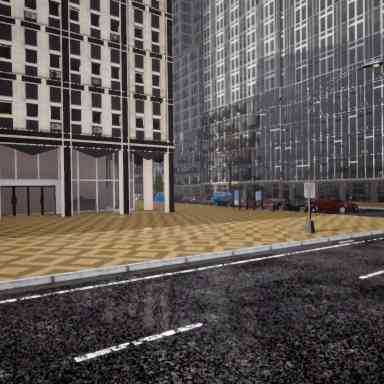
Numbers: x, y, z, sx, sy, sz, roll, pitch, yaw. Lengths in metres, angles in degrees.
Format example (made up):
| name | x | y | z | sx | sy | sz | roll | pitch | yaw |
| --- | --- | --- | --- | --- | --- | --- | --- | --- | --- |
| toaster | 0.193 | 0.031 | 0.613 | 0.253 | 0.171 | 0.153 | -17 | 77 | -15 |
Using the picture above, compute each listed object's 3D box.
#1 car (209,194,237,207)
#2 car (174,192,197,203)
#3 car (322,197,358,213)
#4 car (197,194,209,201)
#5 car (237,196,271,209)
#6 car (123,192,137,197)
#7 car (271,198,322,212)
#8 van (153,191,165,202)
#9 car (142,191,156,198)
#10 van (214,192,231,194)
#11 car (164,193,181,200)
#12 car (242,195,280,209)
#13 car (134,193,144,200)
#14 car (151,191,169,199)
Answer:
| name | x | y | z | sx | sy | sz | roll | pitch | yaw |
| --- | --- | --- | --- | --- | --- | --- | --- | --- | --- |
| car | 4.669 | 1.319 | 44.676 | 1.947 | 1.339 | 4.313 | 0 | 1 | -34 |
| car | -1.644 | 0.922 | 58.753 | 2.097 | 1.767 | 4.553 | -1 | 1 | -34 |
| car | 14.673 | 1.315 | 34.636 | 1.882 | 1.535 | 5.008 | -1 | 1 | -34 |
| car | 2.067 | 1.043 | 63.517 | 1.802 | 1.307 | 4.206 | 0 | 1 | -34 |
| car | 7.814 | 1.388 | 39.943 | 1.802 | 1.307 | 4.206 | 0 | 1 | -34 |
| car | -17.092 | 0.687 | 91.726 | 2.008 | 1.369 | 4.403 | 0 | 1 | -34 |
| car | 10.993 | 1.424 | 35.229 | 1.947 | 1.339 | 4.313 | 0 | 1 | -34 |
| van | -4.865 | 0.937 | 58.807 | 1.690 | 1.788 | 3.998 | 0 | 1 | -34 |
| car | -10.706 | 0.685 | 82.322 | 1.967 | 1.590 | 4.097 | 0 | 1 | -34 |
| van | 5.260 | 0.855 | 58.812 | 1.690 | 1.788 | 3.998 | 0 | 1 | -34 |
| car | -4.319 | 0.935 | 72.921 | 1.802 | 1.307 | 4.206 | 0 | 1 | -34 |
| car | 8.861 | 1.221 | 43.197 | 1.882 | 1.535 | 5.008 | -1 | 2 | -34 |
| car | -11.252 | 1.039 | 68.213 | 2.008 | 1.369 | 4.403 | 0 | 1 | -34 |
| car | -7.513 | 0.614 | 77.619 | 2.192 | 1.841 | 5.009 | 0 | 1 | -34 |
